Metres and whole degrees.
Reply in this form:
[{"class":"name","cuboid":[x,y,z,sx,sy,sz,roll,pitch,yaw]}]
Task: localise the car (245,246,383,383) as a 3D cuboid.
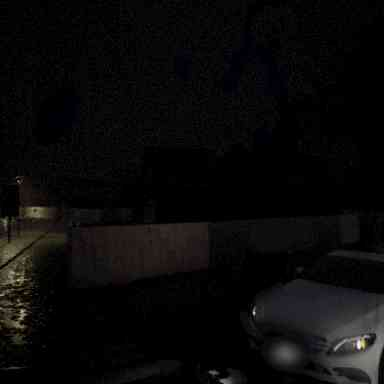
[{"class":"car","cuboid":[2.890,1.682,5.488,4.674,1.442,1.812,1,-2,-40]}]
